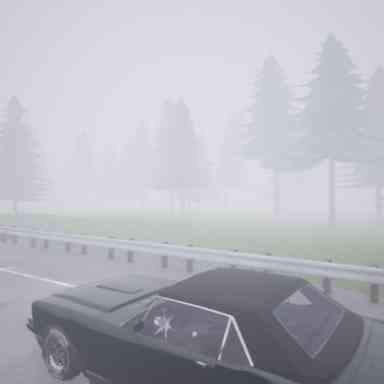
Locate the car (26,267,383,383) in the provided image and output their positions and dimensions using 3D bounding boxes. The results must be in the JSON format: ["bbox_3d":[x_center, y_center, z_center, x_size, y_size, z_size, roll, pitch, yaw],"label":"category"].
[{"bbox_3d":[0.168,1.594,3.784,4.718,1.301,1.895,0,0,35],"label":"car"}]
